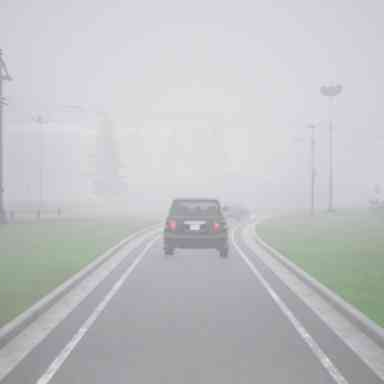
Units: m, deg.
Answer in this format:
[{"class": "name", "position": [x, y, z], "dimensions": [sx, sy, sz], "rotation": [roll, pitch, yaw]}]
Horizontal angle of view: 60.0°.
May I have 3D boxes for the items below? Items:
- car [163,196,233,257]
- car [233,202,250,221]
[{"class": "car", "position": [0.233, 1.144, 12.761], "dimensions": [2.150, 2.045, 5.566], "rotation": [0, 1, 3]}, {"class": "car", "position": [3.112, 1.409, 25.488], "dimensions": [1.994, 1.385, 4.181], "rotation": [0, 0, 22]}]
